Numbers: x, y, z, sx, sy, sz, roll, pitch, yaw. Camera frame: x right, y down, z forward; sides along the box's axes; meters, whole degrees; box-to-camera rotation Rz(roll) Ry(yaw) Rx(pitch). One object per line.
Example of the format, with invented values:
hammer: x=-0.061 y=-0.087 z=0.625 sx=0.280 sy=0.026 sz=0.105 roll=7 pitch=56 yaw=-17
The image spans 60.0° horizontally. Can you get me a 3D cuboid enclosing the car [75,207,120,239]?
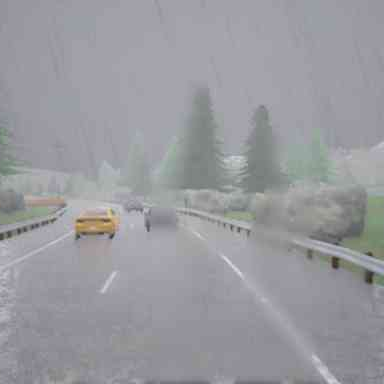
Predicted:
car: x=-5.066 y=1.566 z=18.161 sx=1.882 sy=1.535 sz=5.008 roll=0 pitch=0 yaw=-9

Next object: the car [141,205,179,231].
car: x=-2.070 y=1.692 z=21.348 sx=1.895 sy=1.301 sz=4.718 roll=0 pitch=0 yaw=-10

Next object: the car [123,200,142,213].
car: x=-7.222 y=1.731 z=40.586 sx=2.033 sy=1.411 sz=5.357 roll=0 pitch=0 yaw=-19
